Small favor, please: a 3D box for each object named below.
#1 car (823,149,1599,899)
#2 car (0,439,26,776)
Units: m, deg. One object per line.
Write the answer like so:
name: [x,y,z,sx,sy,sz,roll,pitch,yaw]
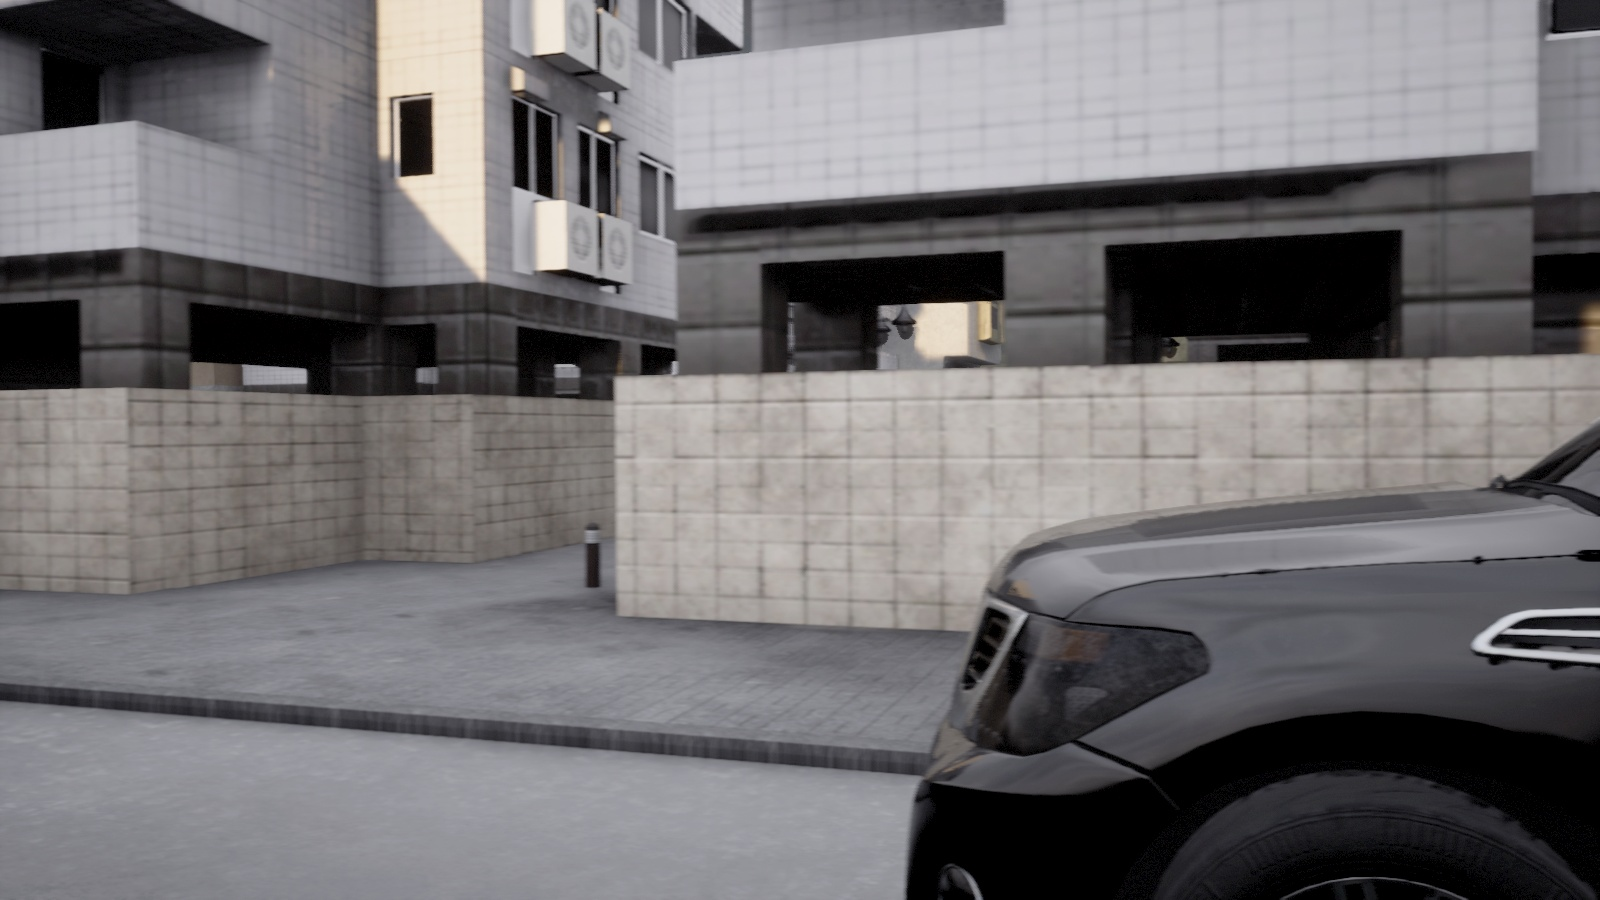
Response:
car: [3.028,0.509,2.699,5.566,2.045,2.150,0,1,18]
car: [-5.674,0.725,5.629,3.705,1.549,1.789,0,1,19]
